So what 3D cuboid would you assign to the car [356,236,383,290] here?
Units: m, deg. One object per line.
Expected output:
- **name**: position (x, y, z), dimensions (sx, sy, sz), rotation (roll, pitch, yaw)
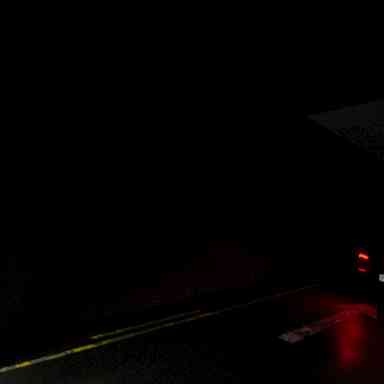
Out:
- **car**: position (5.678, 1.526, 7.819), dimensions (4.674, 1.442, 1.812), rotation (0, 0, -35)
